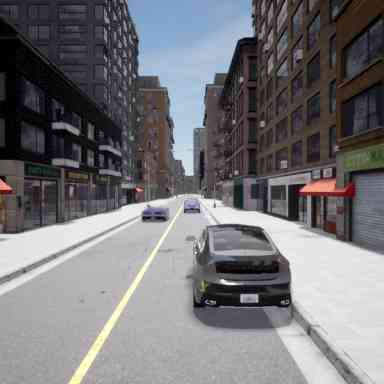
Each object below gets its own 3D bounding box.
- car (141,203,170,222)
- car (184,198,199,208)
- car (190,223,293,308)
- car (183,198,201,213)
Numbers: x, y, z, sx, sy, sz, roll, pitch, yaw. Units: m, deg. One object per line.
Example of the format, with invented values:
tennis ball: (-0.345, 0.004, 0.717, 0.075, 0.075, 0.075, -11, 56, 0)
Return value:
car: (-2.800, 1.583, 26.102, 1.895, 1.301, 4.718, 0, 0, 0)
car: (-0.085, 1.521, 47.478, 1.994, 1.385, 4.181, 0, 0, 0)
car: (0.941, 1.503, 7.894, 1.837, 1.490, 4.892, 0, 0, 0)
car: (0.009, 1.518, 37.051, 2.033, 1.411, 5.357, 0, 0, 0)
